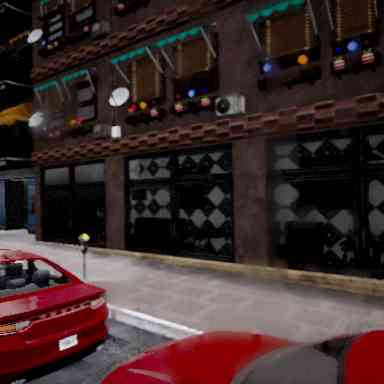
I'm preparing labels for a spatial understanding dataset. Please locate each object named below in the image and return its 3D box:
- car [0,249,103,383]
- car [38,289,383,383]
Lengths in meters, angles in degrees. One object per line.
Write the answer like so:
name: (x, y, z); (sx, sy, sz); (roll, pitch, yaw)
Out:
car: (-3.197, 1.548, 5.022); (4.507, 1.381, 1.887); (0, -1, 36)
car: (1.306, 1.545, 1.812); (4.507, 1.381, 1.887); (0, -1, 36)
